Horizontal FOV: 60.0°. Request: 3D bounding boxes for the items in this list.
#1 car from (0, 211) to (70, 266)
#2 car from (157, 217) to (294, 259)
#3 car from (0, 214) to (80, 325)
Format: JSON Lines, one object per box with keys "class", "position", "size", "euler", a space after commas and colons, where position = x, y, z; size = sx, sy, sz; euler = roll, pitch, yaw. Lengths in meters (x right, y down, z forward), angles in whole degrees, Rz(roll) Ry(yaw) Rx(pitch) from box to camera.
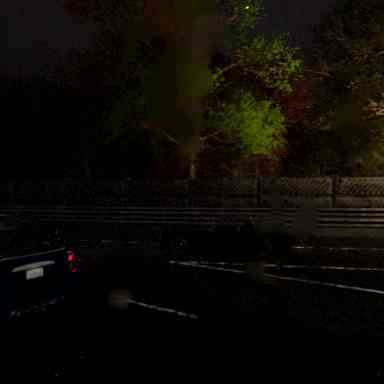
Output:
{"class": "car", "position": [-6.765, 1.513, 11.968], "size": [4.674, 1.442, 1.812], "euler": [0, 0, 29]}
{"class": "car", "position": [1.183, 1.566, 12.052], "size": [4.718, 1.301, 1.895], "euler": [0, 0, 13]}
{"class": "car", "position": [-4.368, 1.346, 6.533], "size": [4.553, 1.767, 2.097], "euler": [0, 0, 32]}
